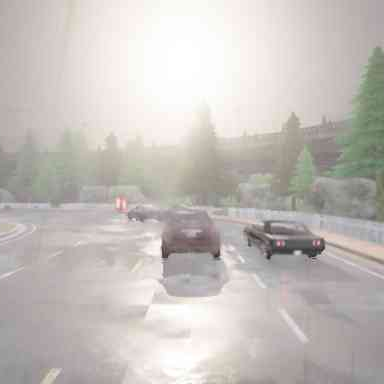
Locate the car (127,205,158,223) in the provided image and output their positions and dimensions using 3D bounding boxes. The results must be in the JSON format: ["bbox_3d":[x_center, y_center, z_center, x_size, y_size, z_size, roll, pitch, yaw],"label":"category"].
[{"bbox_3d":[-4.161,1.837,28.895,1.812,1.442,4.674,0,-1,-30],"label":"car"}]

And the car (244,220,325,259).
[{"bbox_3d":[3.380,1.744,13.224,1.895,1.301,4.718,0,-1,-3],"label":"car"}]

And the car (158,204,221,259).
[{"bbox_3d":[-0.145,1.497,13.399,2.097,1.767,4.553,0,-1,-3],"label":"car"}]

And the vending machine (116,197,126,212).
[{"bbox_3d":[-9.724,1.688,45.684,0.880,2.100,1.100,0,-1,34],"label":"vending machine"}]

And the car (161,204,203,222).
[{"bbox_3d":[-0.989,1.853,30.381,1.812,1.442,4.674,0,-1,-30],"label":"car"}]
